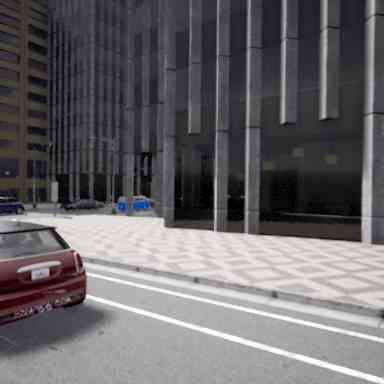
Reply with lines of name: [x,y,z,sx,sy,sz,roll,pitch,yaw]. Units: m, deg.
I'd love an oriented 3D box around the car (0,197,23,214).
car: [-19.939,1.372,34.286,1.967,1.590,4.097,1,1,36]

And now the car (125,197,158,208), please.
car: [-7.170,1.473,47.427,1.812,1.442,4.674,1,1,36]

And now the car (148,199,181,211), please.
car: [-3.473,1.611,42.534,1.802,1.307,4.206,1,1,36]

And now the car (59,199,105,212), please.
car: [-12.920,1.506,39.459,2.033,1.411,5.357,1,1,36]

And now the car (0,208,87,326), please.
car: [-4.210,1.357,6.685,4.553,1.767,2.097,0,0,36]

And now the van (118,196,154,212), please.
van: [-6.655,1.376,38.120,1.690,1.788,3.998,1,1,36]

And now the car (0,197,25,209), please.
car: [-18.510,1.322,31.638,2.097,1.767,4.553,1,1,35]
